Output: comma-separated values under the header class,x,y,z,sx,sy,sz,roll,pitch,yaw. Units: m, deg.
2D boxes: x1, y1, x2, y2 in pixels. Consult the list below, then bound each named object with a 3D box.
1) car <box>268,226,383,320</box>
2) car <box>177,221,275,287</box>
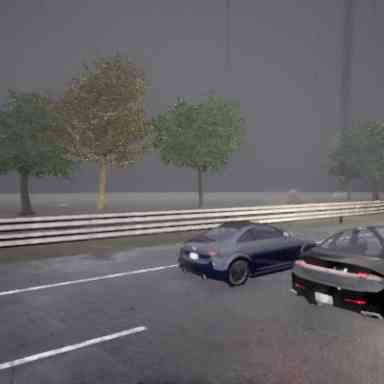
class,x,y,z,sx,sy,sz,roll,pitch,yaw
car,4.043,1.435,6.630,4.902,1.511,2.128,-1,0,-35
car,1.678,1.511,9.240,4.181,1.385,1.994,-1,0,-36
